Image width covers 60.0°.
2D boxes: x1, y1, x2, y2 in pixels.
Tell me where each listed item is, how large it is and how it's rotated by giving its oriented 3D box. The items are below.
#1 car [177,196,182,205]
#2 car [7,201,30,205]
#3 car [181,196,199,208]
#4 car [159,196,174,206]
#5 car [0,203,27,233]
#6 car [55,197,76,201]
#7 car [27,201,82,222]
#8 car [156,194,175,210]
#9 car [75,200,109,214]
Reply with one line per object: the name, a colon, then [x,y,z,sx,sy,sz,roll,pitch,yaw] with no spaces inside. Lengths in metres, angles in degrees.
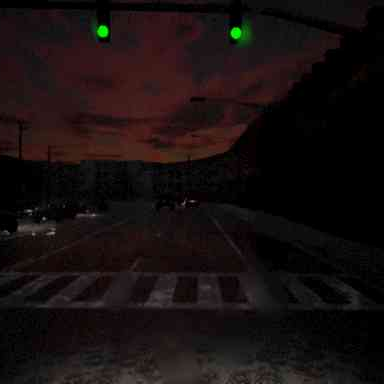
car: [-1.285,1.494,58.080,2.128,1.511,4.902,0,0,-17]
car: [-14.074,1.506,26.521,1.837,1.490,4.892,0,0,0]
car: [-0.030,1.493,47.999,2.128,1.511,4.902,0,0,-3]
car: [-4.396,1.507,56.125,1.837,1.490,4.892,0,0,-14]
car: [-10.581,1.527,16.915,1.812,1.442,4.674,0,0,0]
car: [-14.056,1.354,36.494,2.097,1.767,4.553,0,0,0]
car: [-10.573,1.602,26.020,1.895,1.301,4.718,0,0,0]
car: [-3.412,1.225,42.854,2.150,2.045,5.566,0,0,0]
car: [-10.556,1.549,36.362,2.033,1.411,5.357,0,0,0]
